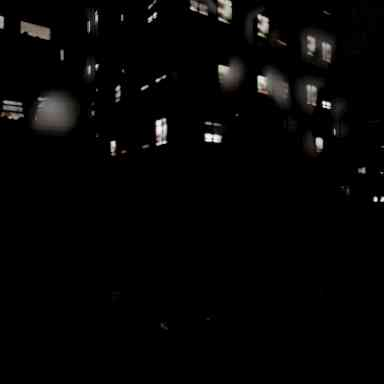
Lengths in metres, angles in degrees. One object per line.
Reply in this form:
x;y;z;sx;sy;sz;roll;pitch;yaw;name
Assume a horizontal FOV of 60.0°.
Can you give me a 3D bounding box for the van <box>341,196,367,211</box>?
19.581;1.414;41.456;1.690;1.788;3.998;-2;0;-36;van
